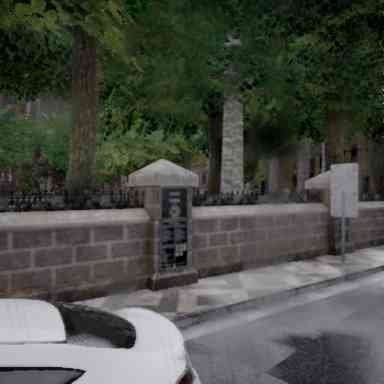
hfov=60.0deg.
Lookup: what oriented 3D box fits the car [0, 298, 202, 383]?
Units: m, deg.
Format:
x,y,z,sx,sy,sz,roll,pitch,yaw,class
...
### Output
x,y,z,sx,sy,sz,roll,pitch,yaw,class
-2.063,1.523,1.904,4.674,1.442,1.812,0,0,-35,car
